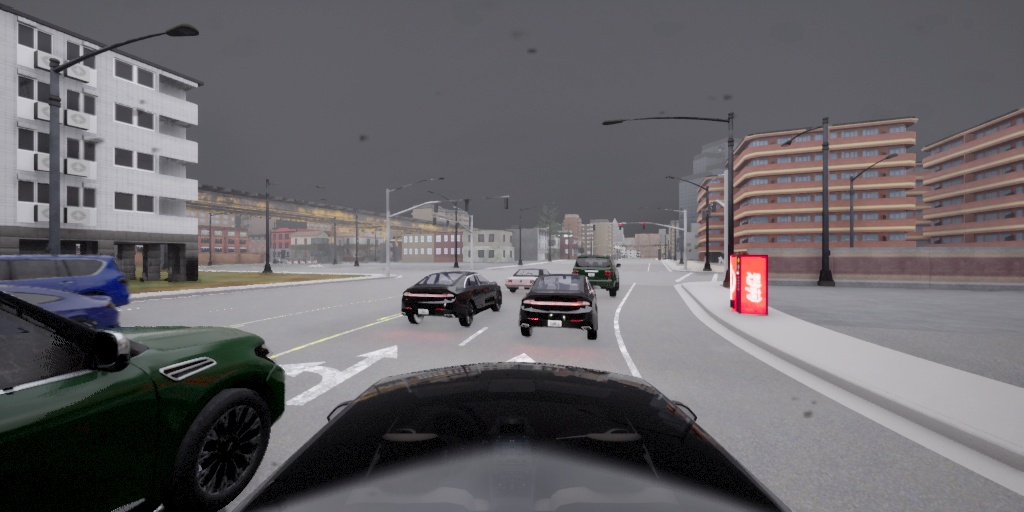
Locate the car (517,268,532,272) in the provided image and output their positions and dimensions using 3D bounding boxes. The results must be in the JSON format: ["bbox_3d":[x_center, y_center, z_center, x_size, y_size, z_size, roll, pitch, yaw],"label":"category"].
[{"bbox_3d":[1.301,1.351,20.527,1.895,1.301,4.718,0,0,21],"label":"car"}]

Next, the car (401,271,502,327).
[{"bbox_3d":[-1.710,1.242,11.714,2.128,1.511,4.902,0,0,14],"label":"car"}]

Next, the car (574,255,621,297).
[{"bbox_3d":[4.578,0.971,19.347,2.150,2.045,5.566,0,0,19],"label":"car"}]

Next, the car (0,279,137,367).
[{"bbox_3d":[-10.127,1.276,6.339,1.812,1.442,4.674,0,0,8],"label":"car"}]

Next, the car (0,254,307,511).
[{"bbox_3d":[-3.291,0.969,1.136,2.150,2.045,5.566,0,0,0],"label":"car"}]

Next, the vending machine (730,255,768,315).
[{"bbox_3d":[7.825,0.945,11.853,1.100,2.100,0.880,0,0,20],"label":"vending machine"}]

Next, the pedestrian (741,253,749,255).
[{"bbox_3d":[8.059,0.795,12.472,0.375,1.860,0.375,0,0,21],"label":"pedestrian"}]

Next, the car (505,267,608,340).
[{"bbox_3d":[1.448,1.242,10.108,2.128,1.511,4.902,0,0,13],"label":"car"}]

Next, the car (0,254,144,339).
[{"bbox_3d":[-13.320,0.971,8.916,2.150,2.045,5.566,0,0,10],"label":"car"}]
